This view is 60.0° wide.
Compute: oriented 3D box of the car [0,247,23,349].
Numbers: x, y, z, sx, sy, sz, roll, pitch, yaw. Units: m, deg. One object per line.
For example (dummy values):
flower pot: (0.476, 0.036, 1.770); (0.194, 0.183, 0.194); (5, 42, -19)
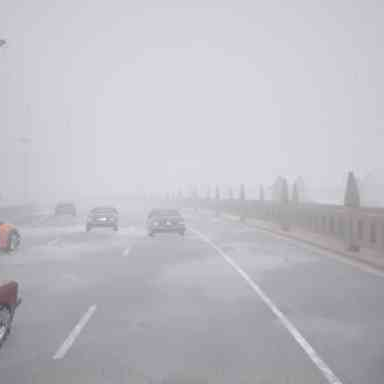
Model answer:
car: (-3.595, 1.629, 3.194); (1.895, 1.301, 4.718); (0, 0, -1)

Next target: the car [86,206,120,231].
car: (-5.605, 1.588, 21.129); (2.033, 1.411, 5.357); (0, 0, -12)

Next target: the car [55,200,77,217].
car: (-12.439, 1.584, 32.857); (2.128, 1.511, 4.902); (0, 0, -18)

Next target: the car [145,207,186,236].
car: (-1.536, 1.557, 18.393); (2.033, 1.411, 5.357); (0, 0, -10)

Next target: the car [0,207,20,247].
car: (-7.669, 1.411, 11.184); (2.097, 1.767, 4.553); (0, 0, -5)
